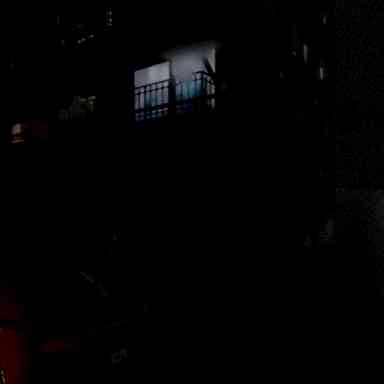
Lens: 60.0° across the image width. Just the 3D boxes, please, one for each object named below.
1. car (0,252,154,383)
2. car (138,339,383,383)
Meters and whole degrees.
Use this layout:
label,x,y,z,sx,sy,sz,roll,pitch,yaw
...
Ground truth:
label,x,y,z,sx,sy,sz,roll,pitch,yaw
car,-2.564,1.545,4.700,4.507,1.381,1.887,0,0,35
car,2.028,1.566,1.432,4.313,1.339,1.947,0,0,35
